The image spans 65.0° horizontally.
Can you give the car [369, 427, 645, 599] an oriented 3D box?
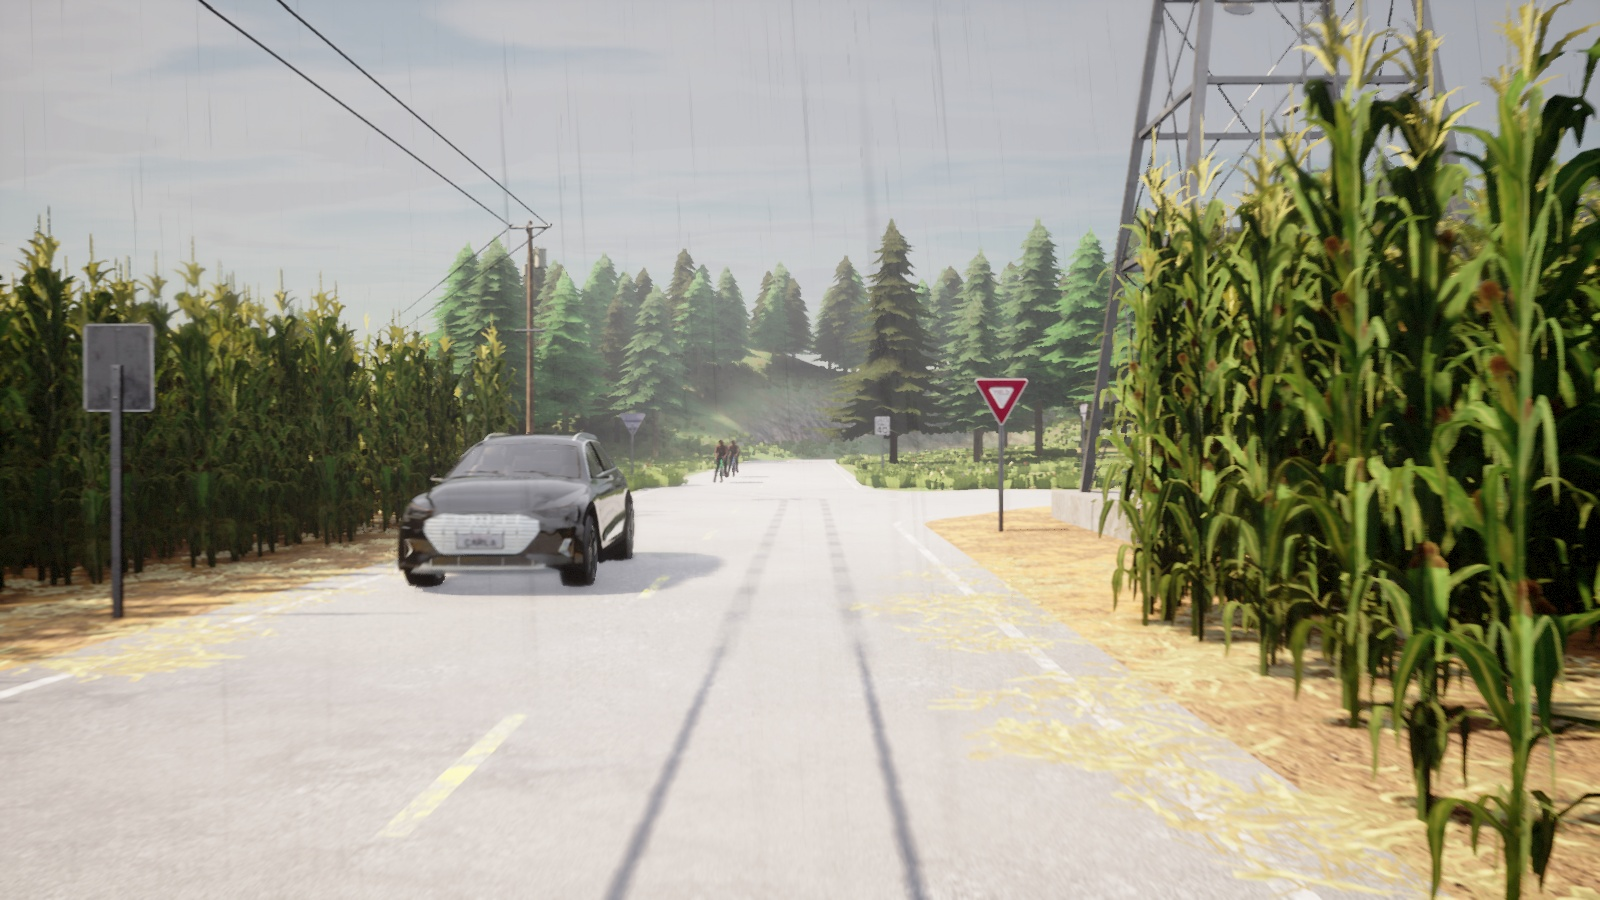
[{"bbox_3d":[-3.107,0.593,14.464,2.033,1.649,4.856,0,0,0],"label":"car"}]
